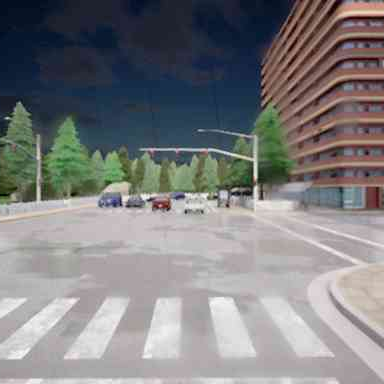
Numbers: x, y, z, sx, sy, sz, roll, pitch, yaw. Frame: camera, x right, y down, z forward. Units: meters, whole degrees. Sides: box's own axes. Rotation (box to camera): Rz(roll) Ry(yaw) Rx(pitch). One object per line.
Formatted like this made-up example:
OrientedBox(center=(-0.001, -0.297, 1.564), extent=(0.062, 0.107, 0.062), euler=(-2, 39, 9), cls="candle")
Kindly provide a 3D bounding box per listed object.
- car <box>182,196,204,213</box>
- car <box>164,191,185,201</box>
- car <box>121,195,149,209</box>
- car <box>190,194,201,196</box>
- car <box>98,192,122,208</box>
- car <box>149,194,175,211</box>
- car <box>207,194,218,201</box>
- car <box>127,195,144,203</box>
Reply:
OrientedBox(center=(0.204, 1.428, 34.029), extent=(1.895, 1.301, 4.718), euler=(0, 1, 0), cls="car")
OrientedBox(center=(-3.420, 0.840, 73.213), extent=(2.150, 2.045, 5.566), euler=(0, 0, 23), cls="car")
OrientedBox(center=(-6.947, 1.330, 41.094), extent=(2.033, 1.411, 5.357), euler=(0, 0, -1), cls="car")
OrientedBox(center=(0.935, 1.134, 74.234), extent=(1.812, 1.442, 4.674), euler=(0, 0, 30), cls="car")
OrientedBox(center=(-10.461, 0.993, 43.006), extent=(2.150, 2.045, 5.566), euler=(0, 0, 0), cls="car")
OrientedBox(center=(-3.290, 1.281, 37.124), extent=(1.882, 1.535, 5.008), euler=(0, 0, 0), cls="car")
OrientedBox(center=(4.977, 1.134, 74.361), extent=(2.128, 1.511, 4.902), euler=(0, 0, 30), cls="car")
OrientedBox(center=(-10.078, 1.211, 59.623), extent=(1.812, 1.442, 4.674), euler=(0, 0, 4), cls="car")
